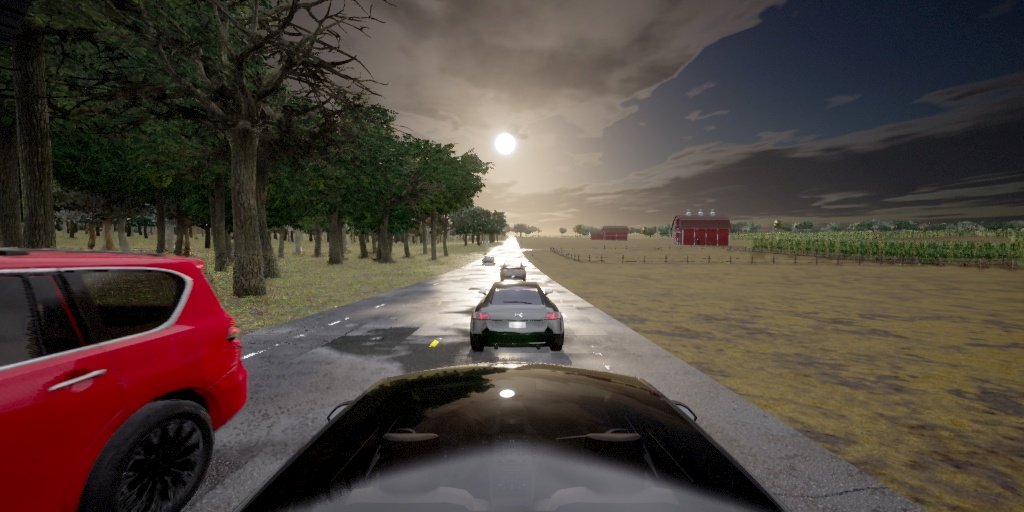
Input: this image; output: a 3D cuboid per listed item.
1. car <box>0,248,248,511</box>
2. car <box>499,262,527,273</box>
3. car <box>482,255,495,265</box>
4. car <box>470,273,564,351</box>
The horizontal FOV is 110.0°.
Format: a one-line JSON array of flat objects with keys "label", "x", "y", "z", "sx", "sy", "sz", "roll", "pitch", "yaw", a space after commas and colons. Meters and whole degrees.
[{"label": "car", "x": -3.601, "y": 0.972, "z": 1.109, "sx": 2.150, "sy": 2.045, "sz": 5.566, "roll": 0, "pitch": 0, "yaw": 0}, {"label": "car", "x": 0.075, "y": 1.165, "z": 26.659, "sx": 2.128, "sy": 1.511, "sz": 4.902, "roll": 0, "pitch": 1, "yaw": 0}, {"label": "car", "x": -3.589, "y": 0.610, "z": 56.178, "sx": 2.033, "sy": 1.411, "sz": 5.357, "roll": 0, "pitch": 2, "yaw": 1}, {"label": "car", "x": 0.094, "y": 1.307, "z": 8.972, "sx": 1.994, "sy": 1.385, "sz": 4.181, "roll": 0, "pitch": 0, "yaw": 0}]
